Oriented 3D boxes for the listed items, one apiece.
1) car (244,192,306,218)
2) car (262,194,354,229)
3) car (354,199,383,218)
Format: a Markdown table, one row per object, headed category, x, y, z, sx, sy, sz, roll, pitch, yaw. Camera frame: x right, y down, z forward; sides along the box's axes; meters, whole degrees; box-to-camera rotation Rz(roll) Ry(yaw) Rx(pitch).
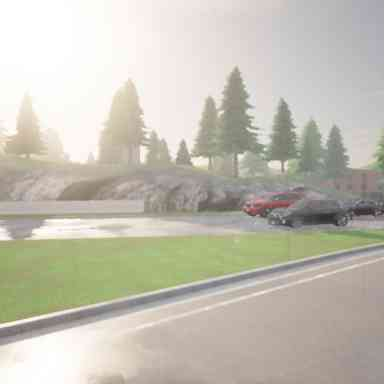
| category | x | y | z | sx | sy | sz | roll | pitch | yaw |
| --- | --- | --- | --- | --- | --- | --- | --- | --- | --- |
| car | 6.996 | 1.031 | 27.224 | 5.566 | 2.045 | 2.150 | -1 | 0 | -20 |
| car | 6.903 | 1.199 | 19.980 | 4.553 | 1.767 | 2.097 | -1 | 0 | -16 |
| car | 12.580 | 1.267 | 25.654 | 4.902 | 1.511 | 2.128 | -1 | 0 | -22 |
